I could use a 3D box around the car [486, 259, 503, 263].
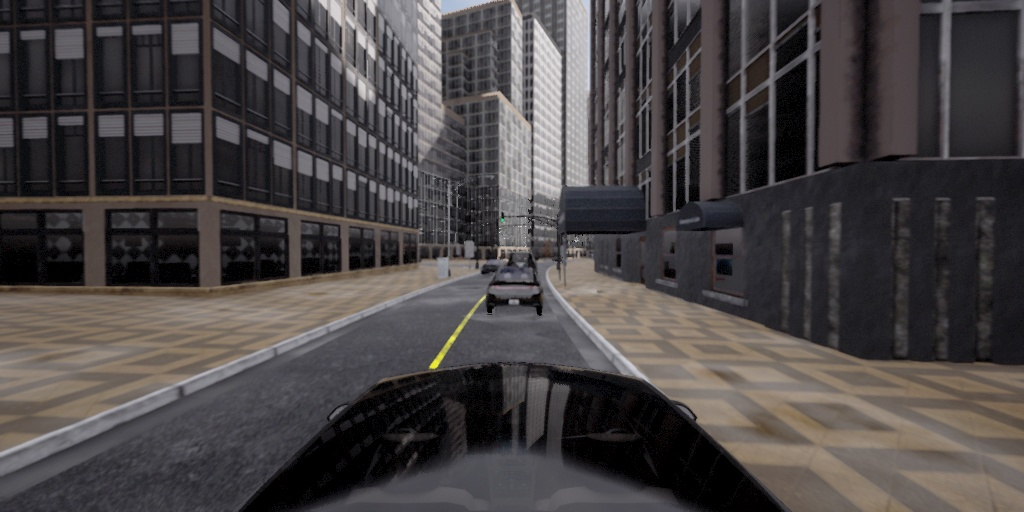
[{"bbox_3d":[-1.533,1.003,32.784,2.033,1.411,5.357,0,0,6],"label":"car"}]

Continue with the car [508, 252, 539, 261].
[{"bbox_3d":[0.849,0.725,27.381,2.150,2.045,5.566,0,0,5],"label":"car"}]

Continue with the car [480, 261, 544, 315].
[{"bbox_3d":[0.145,1.126,13.016,2.128,1.511,4.902,0,1,2],"label":"car"}]
